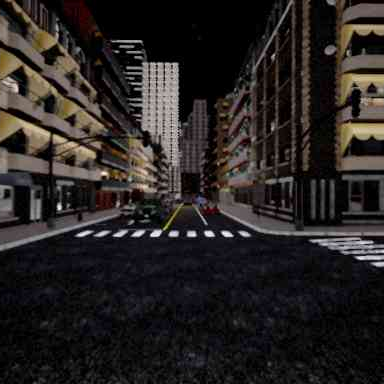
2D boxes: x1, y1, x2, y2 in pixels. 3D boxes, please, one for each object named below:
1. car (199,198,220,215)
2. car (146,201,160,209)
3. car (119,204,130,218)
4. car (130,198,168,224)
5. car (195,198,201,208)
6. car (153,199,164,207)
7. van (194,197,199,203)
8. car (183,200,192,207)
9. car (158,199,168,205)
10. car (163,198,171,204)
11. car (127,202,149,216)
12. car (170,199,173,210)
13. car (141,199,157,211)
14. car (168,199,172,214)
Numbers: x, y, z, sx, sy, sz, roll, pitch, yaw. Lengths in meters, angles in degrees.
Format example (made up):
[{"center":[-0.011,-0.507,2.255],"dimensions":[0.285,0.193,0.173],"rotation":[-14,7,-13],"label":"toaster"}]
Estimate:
[{"center":[2.163,1.852,38.814],"dimensions":[1.967,1.590,4.097],"rotation":[0,-1,-1],"label":"car"},{"center":[-6.429,2.134,55.292],"dimensions":[1.802,1.307,4.206],"rotation":[0,-1,-1],"label":"car"},{"center":[-6.145,1.866,33.184],"dimensions":[2.008,1.369,4.403],"rotation":[0,-1,-1],"label":"car"},{"center":[-3.479,1.494,28.008],"dimensions":[2.150,2.045,5.566],"rotation":[0,-1,-1],"label":"car"},{"center":[1.951,2.140,55.394],"dimensions":[2.008,1.369,4.403],"rotation":[0,-1,-1],"label":"car"},{"center":[-6.568,2.196,66.177],"dimensions":[1.752,1.417,4.829],"rotation":[0,-1,-1],"label":"car"},{"center":[1.808,2.051,66.450],"dimensions":[1.690,1.788,3.998],"rotation":[0,-1,-1],"label":"van"},{"center":[-0.886,2.256,67.527],"dimensions":[2.033,1.411,5.357],"rotation":[0,-1,-1],"label":"car"},{"center":[-6.712,2.376,77.401],"dimensions":[1.802,1.307,4.206],"rotation":[0,-1,-1],"label":"car"},{"center":[-6.925,2.532,93.982],"dimensions":[2.008,1.369,4.403],"rotation":[0,-1,-1],"label":"car"},{"center":[-6.216,1.940,38.710],"dimensions":[1.947,1.339,4.313],"rotation":[0,-1,-1],"label":"car"},{"center":[-3.711,2.037,48.470],"dimensions":[2.033,1.411,5.357],"rotation":[0,-1,0],"label":"car"},{"center":[-6.359,1.932,49.766],"dimensions":[1.967,1.590,4.097],"rotation":[0,-1,-1],"label":"car"},{"center":[-3.598,1.902,37.837],"dimensions":[1.812,1.442,4.674],"rotation":[0,-1,-1],"label":"car"}]
